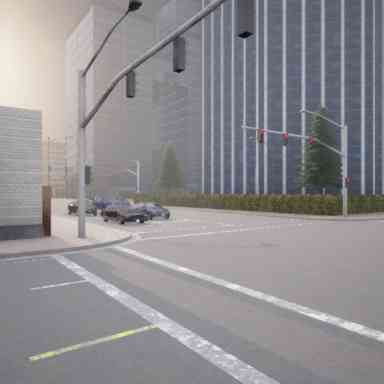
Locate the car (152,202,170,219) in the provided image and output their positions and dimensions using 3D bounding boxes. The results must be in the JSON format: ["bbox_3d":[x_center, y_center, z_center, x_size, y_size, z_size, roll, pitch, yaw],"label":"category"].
[{"bbox_3d":[-3.705,1.581,29.051,1.812,1.442,4.674,0,0,-36],"label":"car"}]

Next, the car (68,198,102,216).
[{"bbox_3d":[-10.970,1.560,33.146,1.837,1.490,4.892,0,0,-36],"label":"car"}]

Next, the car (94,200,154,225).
[{"bbox_3d":[-5.299,1.603,25.237,2.033,1.411,5.357,0,0,-36],"label":"car"}]

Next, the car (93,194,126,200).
[{"bbox_3d":[-9.368,1.277,36.922,2.150,2.045,5.566,0,0,-36],"label":"car"}]

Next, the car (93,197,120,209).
[{"bbox_3d":[-12.198,1.547,47.172,2.128,1.511,4.902,0,0,-36],"label":"car"}]

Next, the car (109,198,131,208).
[{"bbox_3d":[-11.270,1.619,51.878,1.994,1.385,4.181,0,0,-36],"label":"car"}]
